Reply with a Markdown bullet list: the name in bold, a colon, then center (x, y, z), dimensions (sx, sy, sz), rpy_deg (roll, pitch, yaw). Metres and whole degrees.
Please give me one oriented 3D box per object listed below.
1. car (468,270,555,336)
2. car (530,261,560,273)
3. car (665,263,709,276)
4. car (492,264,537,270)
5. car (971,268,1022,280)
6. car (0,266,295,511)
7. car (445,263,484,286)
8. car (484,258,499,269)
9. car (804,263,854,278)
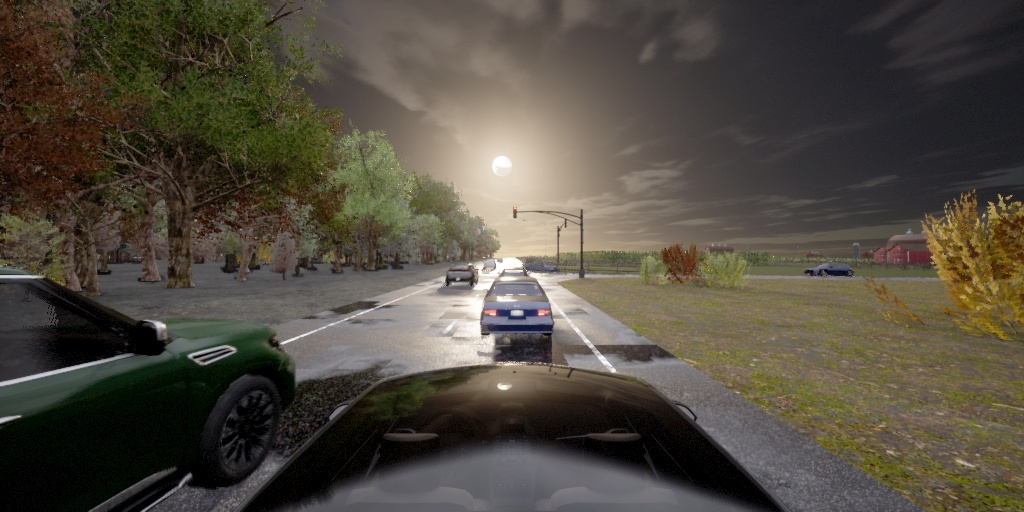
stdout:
- **car**: center (0.105, 1.300, 10.396), dimensions (2.033, 1.411, 5.357), rpy_deg (0, 0, 0)
- **car**: center (3.545, 1.374, 45.930), dimensions (5.357, 1.411, 2.033), rpy_deg (4, 2, 43)
- **car**: center (20.393, 1.535, 41.753), dimensions (4.892, 1.490, 1.837), rpy_deg (1, -1, 0)
- **car**: center (0.114, 1.318, 19.638), dimensions (1.994, 1.385, 4.181), rpy_deg (0, 0, 0)
- **car**: center (51.436, 1.910, 37.965), dimensions (4.718, 1.301, 1.895), rpy_deg (1, -1, 1)
- **car**: center (-3.397, 0.970, 1.458), dimensions (2.150, 2.045, 5.566), rpy_deg (0, 0, 0)
- **car**: center (-3.390, 1.247, 25.014), dimensions (2.128, 1.511, 4.902), rpy_deg (0, 0, 0)
- **car**: center (-3.377, 1.281, 55.687), dimensions (1.812, 1.442, 4.674), rpy_deg (0, 0, 0)
- **car**: center (36.712, 1.561, 41.667), dimensions (4.553, 1.767, 2.097), rpy_deg (1, -1, 0)
